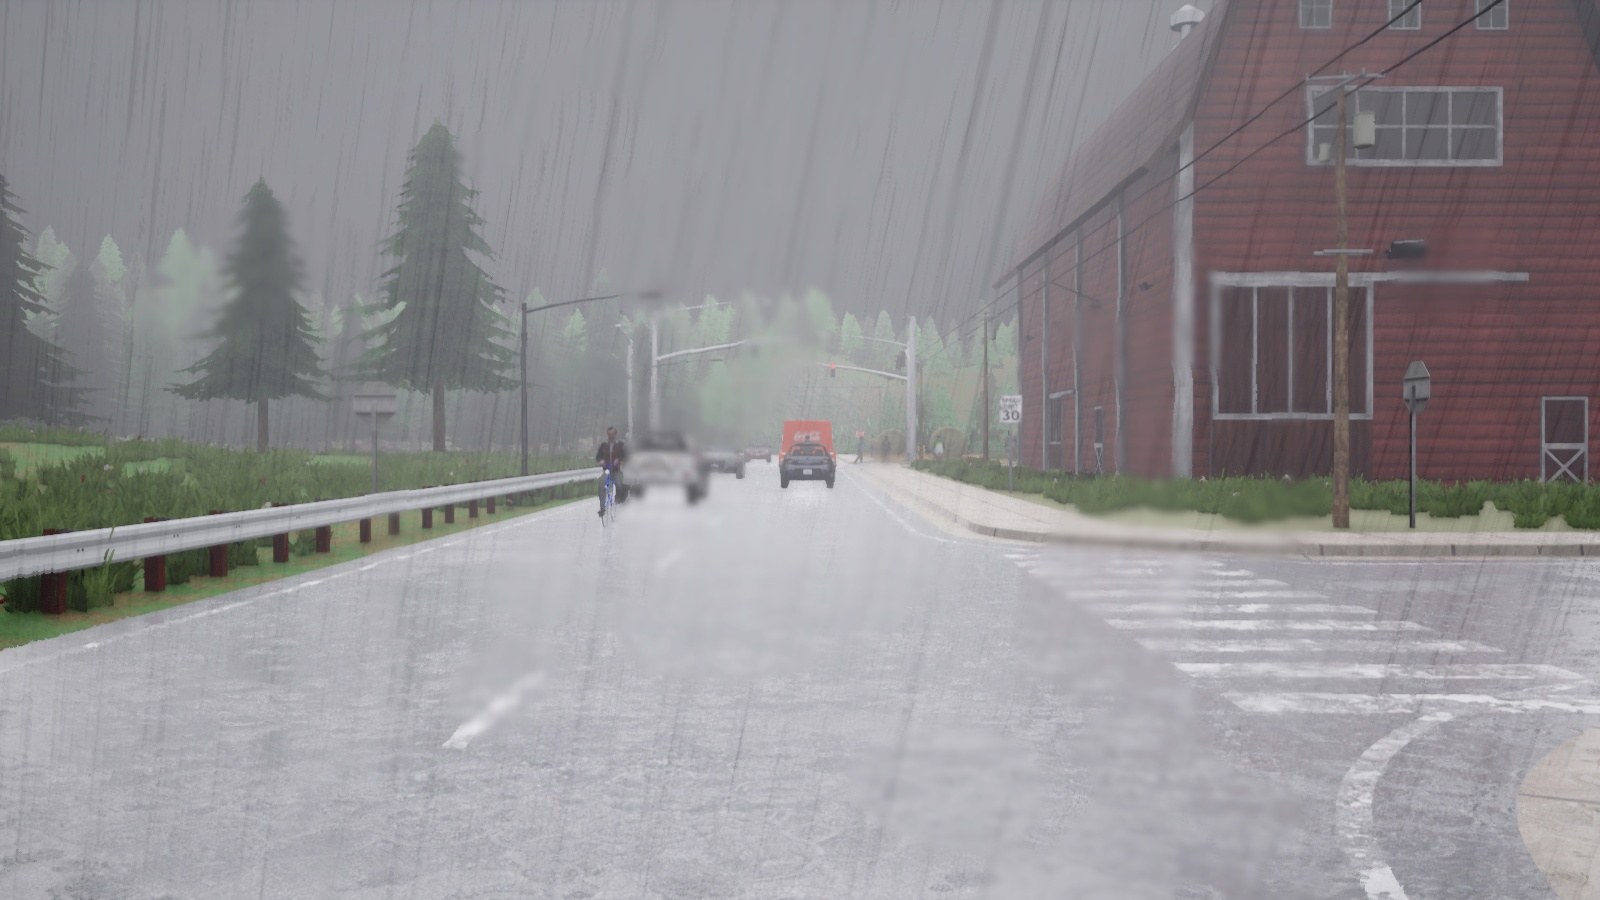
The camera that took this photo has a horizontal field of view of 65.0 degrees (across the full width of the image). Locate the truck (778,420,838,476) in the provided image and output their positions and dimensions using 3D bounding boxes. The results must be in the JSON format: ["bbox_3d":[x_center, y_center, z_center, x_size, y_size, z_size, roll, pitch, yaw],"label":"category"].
[{"bbox_3d":[0.345,-0.112,57.581,2.627,2.467,5.204,0,0,0],"label":"truck"}]

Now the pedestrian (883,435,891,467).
[{"bbox_3d":[4.902,0.069,70.672,0.328,1.805,0.869,0,0,-4],"label":"pedestrian"}]

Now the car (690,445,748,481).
[{"bbox_3d":[-3.196,0.482,50.311,1.994,1.385,4.181,0,0,0],"label":"car"}]

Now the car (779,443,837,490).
[{"bbox_3d":[0.253,0.491,41.551,1.816,1.474,4.193,0,0,0],"label":"car"}]

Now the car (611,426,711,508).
[{"bbox_3d":[-3.310,0.362,30.707,1.932,1.855,4.605,0,0,0],"label":"car"}]

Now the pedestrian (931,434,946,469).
[{"bbox_3d":[7.873,0.067,71.335,0.659,1.952,0.873,0,0,-4],"label":"pedestrian"}]

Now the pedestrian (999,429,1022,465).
[{"bbox_3d":[10.885,-0.151,64.972,0.874,1.855,0.900,0,0,-18],"label":"pedestrian"}]

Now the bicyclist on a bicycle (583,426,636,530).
[{"bbox_3d":[-3.357,0.471,22.238,0.659,1.776,1.843,0,0,0],"label":"bicyclist on a bicycle"}]

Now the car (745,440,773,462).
[{"bbox_3d":[-2.966,0.056,90.648,1.851,1.617,3.988,0,0,0],"label":"car"}]
